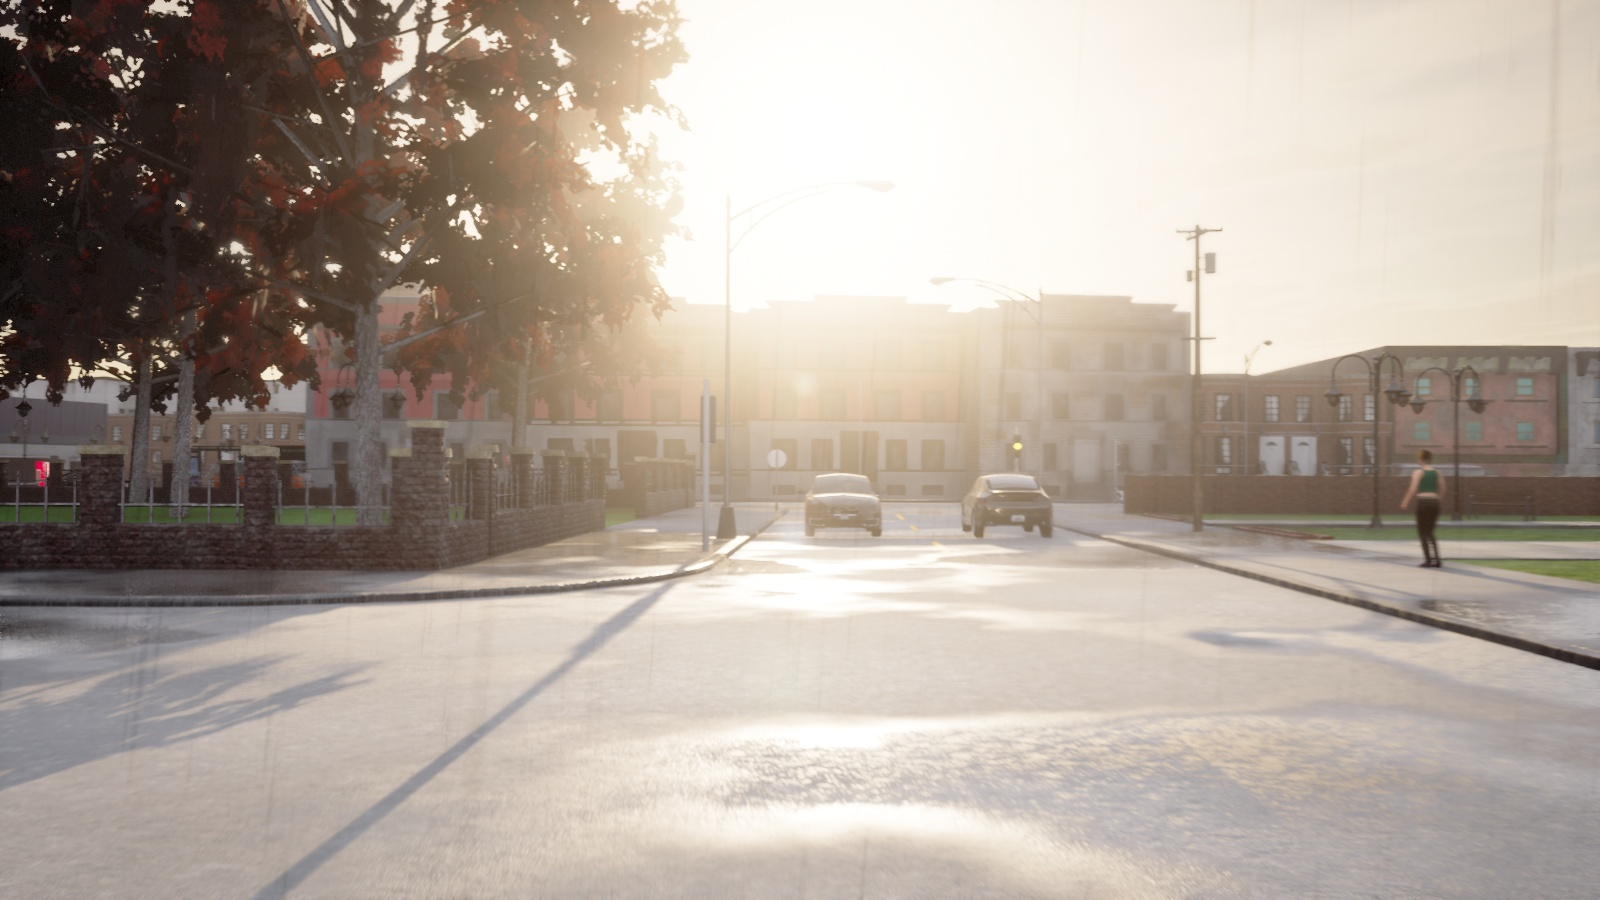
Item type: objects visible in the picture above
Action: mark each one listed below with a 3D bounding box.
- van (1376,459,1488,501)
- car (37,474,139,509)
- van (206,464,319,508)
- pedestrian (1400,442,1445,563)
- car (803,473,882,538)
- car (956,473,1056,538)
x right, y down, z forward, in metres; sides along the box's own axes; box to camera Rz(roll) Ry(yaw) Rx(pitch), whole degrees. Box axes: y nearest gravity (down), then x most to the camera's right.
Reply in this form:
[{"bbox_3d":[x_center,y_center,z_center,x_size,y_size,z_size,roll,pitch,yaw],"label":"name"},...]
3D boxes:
[{"bbox_3d":[30.322,1.446,60.295,4.442,1.987,1.775,0,-1,2],"label":"van"},{"bbox_3d":[-33.018,1.913,58.291,3.705,1.549,1.789,0,-1,2],"label":"car"},{"bbox_3d":[-24.794,1.648,58.036,4.442,1.987,1.775,0,-1,2],"label":"van"},{"bbox_3d":[9.625,0.807,19.425,0.345,1.836,0.594,0,-1,-3],"label":"pedestrian"},{"bbox_3d":[0.993,1.345,31.586,1.837,1.490,4.892,0,-1,0],"label":"car"},{"bbox_3d":[5.064,1.326,31.500,1.837,1.490,4.892,0,-1,2],"label":"car"}]
